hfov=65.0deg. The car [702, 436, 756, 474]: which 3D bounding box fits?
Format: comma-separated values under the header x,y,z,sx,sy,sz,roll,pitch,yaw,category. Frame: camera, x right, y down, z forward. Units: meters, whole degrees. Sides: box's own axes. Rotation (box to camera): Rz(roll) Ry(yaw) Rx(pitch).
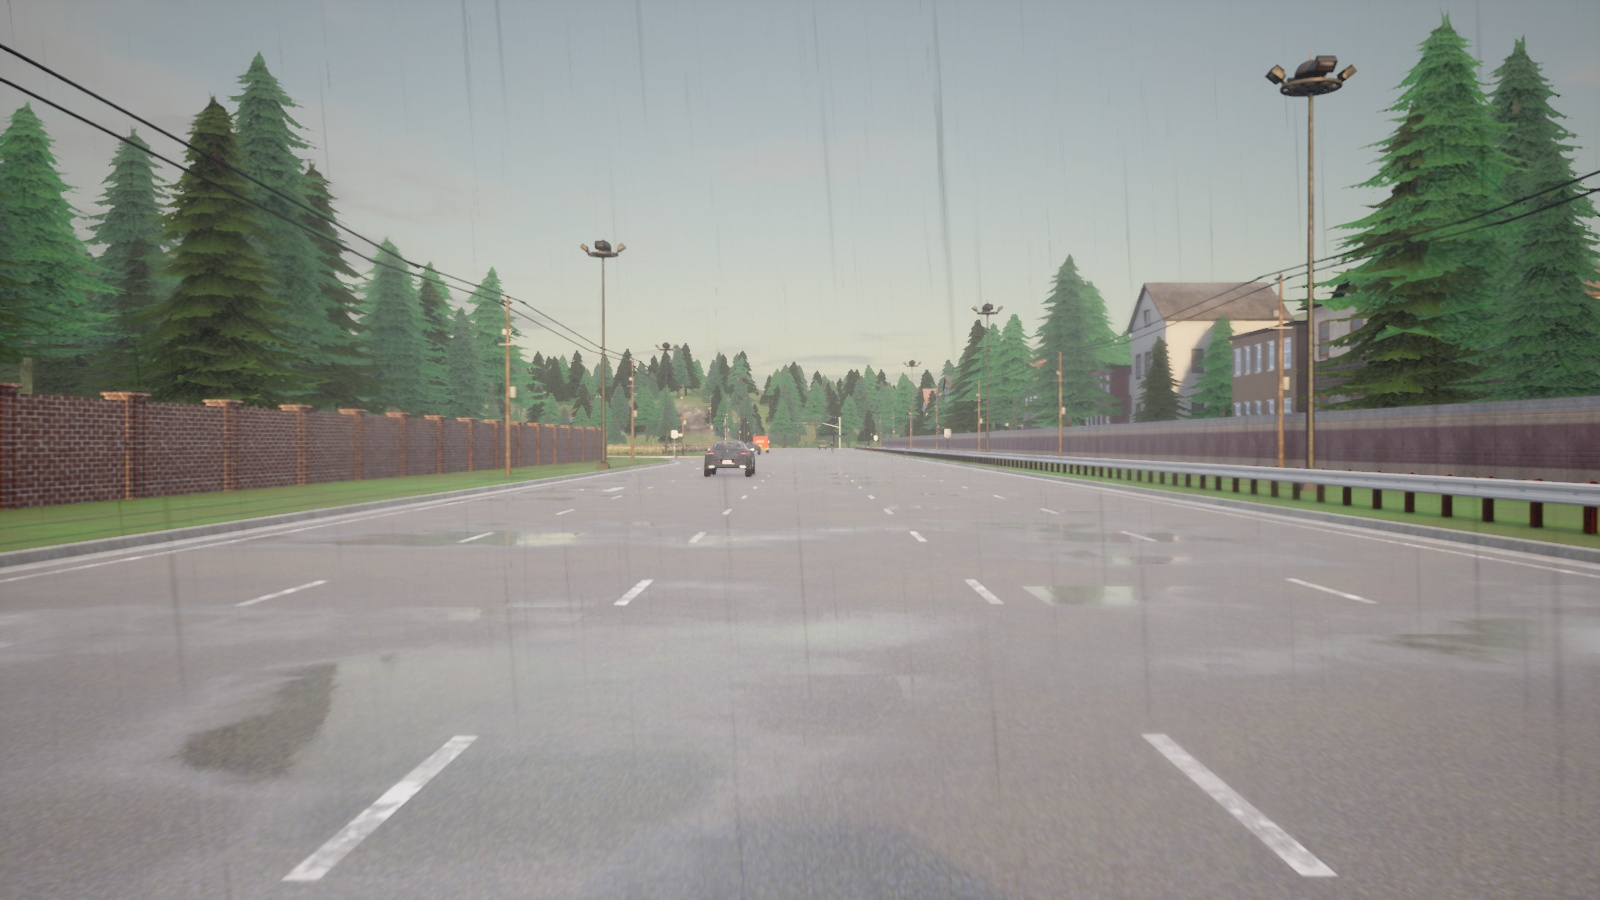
x,y,z,sx,sy,sz,roll,pitch,yaw,category
-3.158,0.201,57.136,2.152,1.651,5.027,0,0,0,car
